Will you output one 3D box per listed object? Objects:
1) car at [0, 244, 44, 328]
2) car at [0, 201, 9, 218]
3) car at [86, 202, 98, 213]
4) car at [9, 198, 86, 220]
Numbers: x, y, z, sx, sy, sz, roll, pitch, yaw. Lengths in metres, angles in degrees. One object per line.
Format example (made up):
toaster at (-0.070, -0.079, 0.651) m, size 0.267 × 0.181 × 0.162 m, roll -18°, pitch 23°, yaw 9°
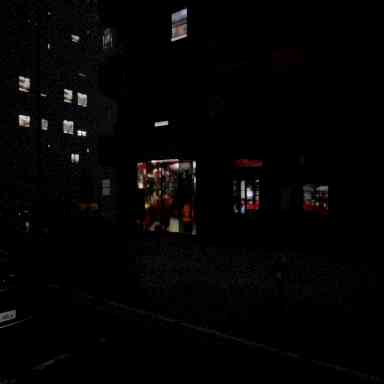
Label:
car at (-4.438, 1.551, 6.040) m, size 4.403 × 1.369 × 2.008 m, roll 0°, pitch 0°, yaw 36°
car at (-13.999, 1.350, 26.052) m, size 2.008 × 1.369 × 4.403 m, roll 1°, pitch 1°, yaw 35°
car at (-10.909, 1.250, 30.477) m, size 1.752 × 1.417 × 4.829 m, roll 1°, pitch 1°, yaw 35°
car at (-11.049, 1.283, 25.822) m, size 1.837 × 1.490 × 4.892 m, roll 0°, pitch 1°, yaw 33°
